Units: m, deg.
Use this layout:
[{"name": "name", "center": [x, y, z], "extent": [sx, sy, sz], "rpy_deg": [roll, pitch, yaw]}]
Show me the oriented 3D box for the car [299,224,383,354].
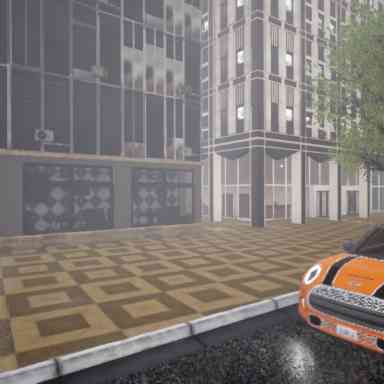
[{"name": "car", "center": [3.969, 1.351, 5.921], "extent": [4.553, 1.767, 2.097], "rpy_deg": [0, 0, -36]}]
